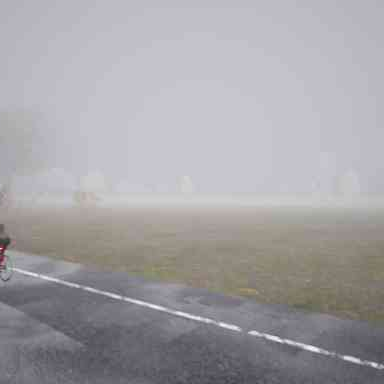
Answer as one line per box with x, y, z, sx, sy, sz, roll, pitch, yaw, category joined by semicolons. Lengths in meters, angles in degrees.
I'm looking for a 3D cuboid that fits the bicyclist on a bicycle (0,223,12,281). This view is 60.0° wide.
-5.129;1.466;8.719;1.656;1.620;0.582;0;0;36;bicyclist on a bicycle
